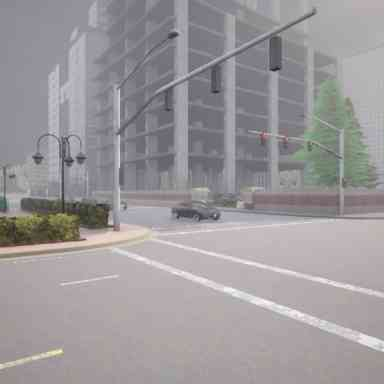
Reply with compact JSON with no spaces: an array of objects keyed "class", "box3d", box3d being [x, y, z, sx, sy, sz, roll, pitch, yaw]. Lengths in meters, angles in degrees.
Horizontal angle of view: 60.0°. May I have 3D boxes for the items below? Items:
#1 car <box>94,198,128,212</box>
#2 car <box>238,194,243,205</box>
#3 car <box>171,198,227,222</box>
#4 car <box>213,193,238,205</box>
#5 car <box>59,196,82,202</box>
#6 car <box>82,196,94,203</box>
[{"class":"car","box3d":[-9.121,1.436,38.559,2.128,1.511,4.902,0,0,-36]},{"class":"car","box3d":[7.382,1.114,55.179,1.905,1.878,3.866,0,0,-36]},{"class":"car","box3d":[0.209,1.449,25.723,1.837,1.490,4.892,0,0,-36]},{"class":"car","box3d":[4.993,1.114,53.464,1.905,1.878,3.866,0,0,-36]},{"class":"car","box3d":[-20.021,1.436,53.643,2.128,1.511,4.902,0,0,-35]},{"class":"car","box3d":[-20.676,1.545,66.696,1.895,1.301,4.718,0,0,-36]}]
